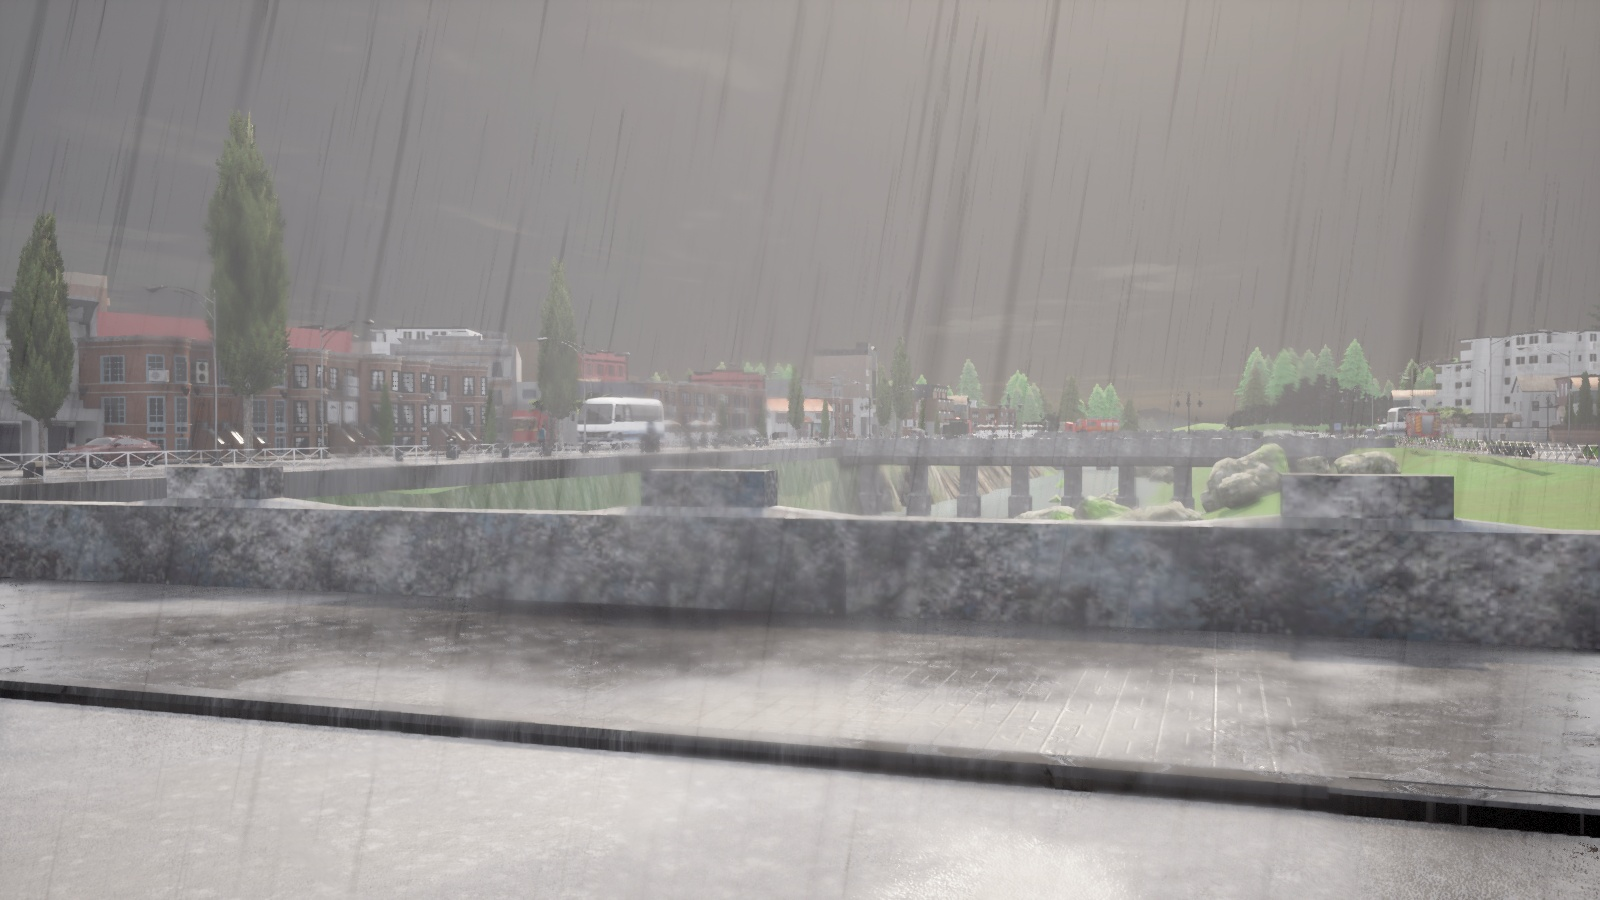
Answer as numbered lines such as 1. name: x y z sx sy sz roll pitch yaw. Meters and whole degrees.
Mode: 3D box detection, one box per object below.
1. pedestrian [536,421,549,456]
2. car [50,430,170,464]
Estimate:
1. pedestrian: -14.227 -0.629 69.476 0.396 1.930 0.692 1 1 23
2. car: -30.535 -0.155 55.735 1.812 1.442 4.674 1 1 19
